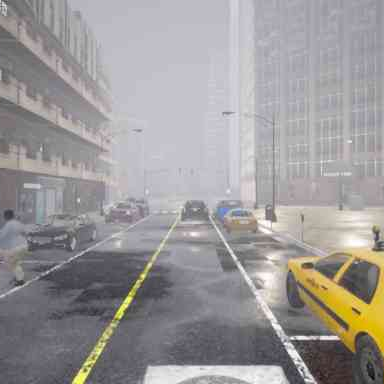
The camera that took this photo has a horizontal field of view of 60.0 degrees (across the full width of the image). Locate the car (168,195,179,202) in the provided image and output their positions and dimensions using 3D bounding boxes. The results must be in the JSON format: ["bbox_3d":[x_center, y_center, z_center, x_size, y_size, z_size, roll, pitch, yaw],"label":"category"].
[{"bbox_3d":[-4.728,1.653,79.163,1.752,1.417,4.829,0,0,0],"label":"car"}]

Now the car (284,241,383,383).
[{"bbox_3d":[2.786,1.456,4.867,1.801,1.575,5.366,0,0,0],"label":"car"}]

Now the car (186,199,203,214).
[{"bbox_3d":[0.266,1.553,36.033,1.812,1.442,4.674,0,0,0],"label":"car"}]

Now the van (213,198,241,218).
[{"bbox_3d":[2.754,1.353,24.746,1.690,1.788,3.998,0,0,0],"label":"van"}]

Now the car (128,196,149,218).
[{"bbox_3d":[-5.085,1.334,30.334,2.192,1.841,5.009,0,0,0],"label":"car"}]

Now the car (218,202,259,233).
[{"bbox_3d":[2.713,1.532,19.382,1.752,1.417,4.829,0,0,0],"label":"car"}]

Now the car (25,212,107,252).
[{"bbox_3d":[-5.209,1.554,13.727,2.008,1.369,4.403,0,0,0],"label":"car"}]

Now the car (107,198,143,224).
[{"bbox_3d":[-5.127,1.452,24.798,1.967,1.590,4.097,0,0,0],"label":"car"}]

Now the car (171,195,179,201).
[{"bbox_3d":[-4.645,1.608,90.439,1.967,1.590,4.097,0,0,0],"label":"car"}]

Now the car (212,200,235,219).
[{"bbox_3d":[2.794,1.544,30.452,1.752,1.417,4.829,0,0,0],"label":"car"}]

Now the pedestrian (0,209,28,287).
[{"bbox_3d":[-4.264,1.295,7.919,0.375,1.860,0.375,0,0,0],"label":"pedestrian"}]

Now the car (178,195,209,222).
[{"bbox_3d":[0.261,1.366,26.717,2.097,1.767,4.553,0,0,1],"label":"car"}]
